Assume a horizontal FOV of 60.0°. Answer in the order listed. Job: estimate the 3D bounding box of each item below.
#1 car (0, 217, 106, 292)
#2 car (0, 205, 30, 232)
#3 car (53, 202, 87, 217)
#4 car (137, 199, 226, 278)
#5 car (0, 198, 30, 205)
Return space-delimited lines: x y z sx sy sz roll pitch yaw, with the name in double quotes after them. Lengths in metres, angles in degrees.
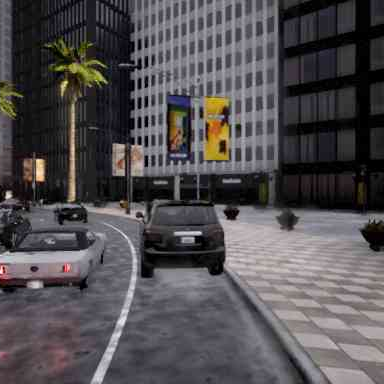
-3.481 1.596 8.975 1.895 1.301 4.718 0 0 -8 "car"
-8.189 1.495 14.079 1.837 1.490 4.892 1 0 -15 "car"
-9.101 1.464 24.655 1.882 1.535 5.008 0 0 -29 "car"
-0.535 1.215 10.412 2.150 2.045 5.566 0 0 -10 "car"
-19.989 1.480 37.364 4.892 1.490 1.837 0 0 40 "car"
